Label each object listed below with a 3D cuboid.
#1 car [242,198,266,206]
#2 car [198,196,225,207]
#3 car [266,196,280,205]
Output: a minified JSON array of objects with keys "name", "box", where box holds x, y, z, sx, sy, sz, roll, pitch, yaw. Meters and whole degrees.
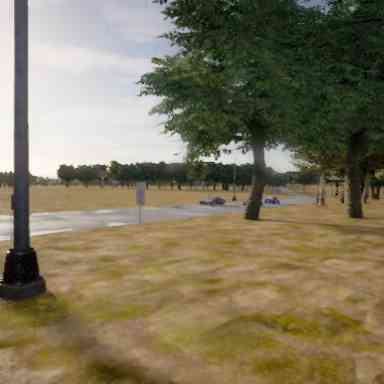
[{"name":"car","box":[9.283,1.483,51.016,1.994,1.385,4.181,3,2,32]},{"name":"car","box":[2.955,1.290,47.624,2.033,1.411,5.357,3,1,32]},{"name":"car","box":[14.323,1.457,59.625,1.812,1.442,4.674,3,1,30]}]
